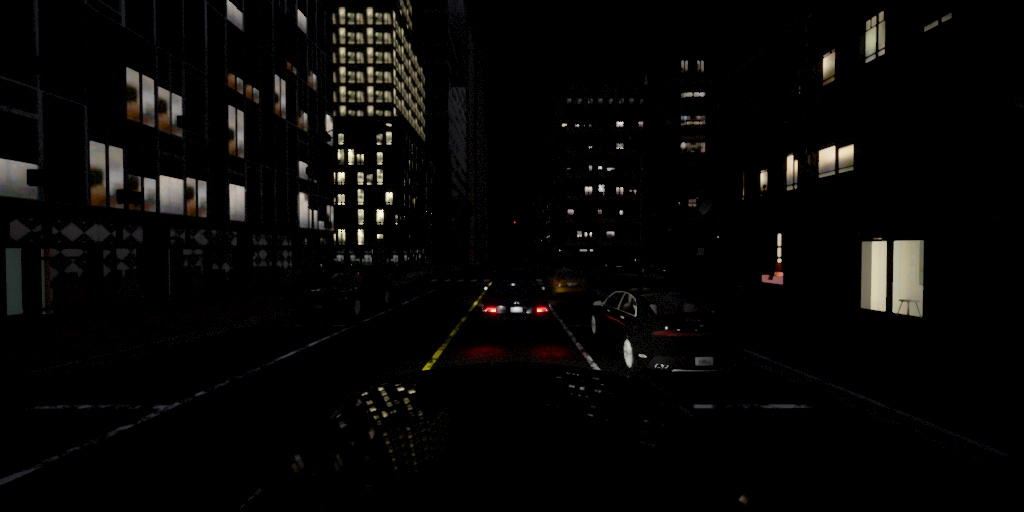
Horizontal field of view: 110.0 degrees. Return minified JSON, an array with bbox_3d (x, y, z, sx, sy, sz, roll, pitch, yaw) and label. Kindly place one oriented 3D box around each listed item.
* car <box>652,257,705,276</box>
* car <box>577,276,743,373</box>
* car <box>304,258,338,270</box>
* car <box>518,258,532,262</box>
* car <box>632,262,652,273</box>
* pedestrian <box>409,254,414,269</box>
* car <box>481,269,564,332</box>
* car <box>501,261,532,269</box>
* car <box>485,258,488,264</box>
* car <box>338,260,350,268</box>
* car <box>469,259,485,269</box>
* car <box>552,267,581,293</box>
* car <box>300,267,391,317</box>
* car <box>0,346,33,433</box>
[{"bbox_3d":[18.828,1.098,39.226,5.566,2.045,2.150,0,1,1],"label":"car"},{"bbox_3d":[2.807,1.297,7.407,2.007,1.370,4.403,0,0,0],"label":"car"},{"bbox_3d":[-20.811,0.945,36.509,4.553,1.767,2.097,1,1,1],"label":"car"},{"bbox_3d":[2.577,1.273,62.305,2.007,1.370,4.403,0,0,0],"label":"car"},{"bbox_3d":[16.234,1.363,41.860,4.403,1.370,2.007,0,0,1],"label":"car"},{"bbox_3d":[-12.629,0.659,45.140,0.375,1.860,0.375,0,0,1],"label":"pedestrian"},{"bbox_3d":[0.085,1.292,10.844,2.033,1.411,5.357,0,0,0],"label":"car"},{"bbox_3d":[0.057,1.244,21.267,1.837,1.490,4.892,0,0,0],"label":"car"},{"bbox_3d":[-5.804,1.288,62.290,1.948,1.339,4.313,0,0,0],"label":"car"},{"bbox_3d":[-21.743,1.016,42.288,4.829,1.417,1.751,0,0,1],"label":"car"},{"bbox_3d":[-5.793,1.250,56.466,1.751,1.417,4.829,0,0,0],"label":"car"},{"bbox_3d":[2.786,1.267,18.866,1.751,1.417,4.829,0,0,0],"label":"car"},{"bbox_3d":[-5.843,1.289,13.094,1.888,1.381,4.507,0,0,0],"label":"car"},{"bbox_3d":[-5.796,1.300,1.804,2.007,1.370,4.403,0,0,0],"label":"car"}]
